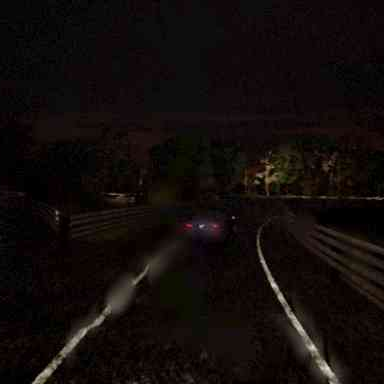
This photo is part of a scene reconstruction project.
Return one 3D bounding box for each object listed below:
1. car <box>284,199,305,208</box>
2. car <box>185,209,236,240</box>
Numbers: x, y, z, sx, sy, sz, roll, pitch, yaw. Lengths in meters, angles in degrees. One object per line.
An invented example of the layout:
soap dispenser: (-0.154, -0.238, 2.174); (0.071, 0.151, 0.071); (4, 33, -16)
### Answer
car: (14.960, 1.750, 48.061); (2.128, 1.511, 4.902); (0, -1, 37)
car: (1.090, 1.609, 17.414); (2.033, 1.411, 5.357); (0, 0, 15)
